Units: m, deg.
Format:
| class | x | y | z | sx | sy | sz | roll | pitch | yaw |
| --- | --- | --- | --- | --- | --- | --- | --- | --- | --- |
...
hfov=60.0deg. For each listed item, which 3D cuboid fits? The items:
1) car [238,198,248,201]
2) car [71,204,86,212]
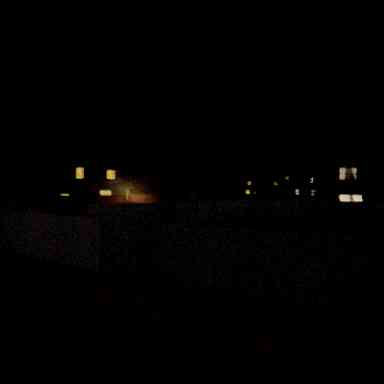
| class | x | y | z | sx | sy | sz | roll | pitch | yaw |
| --- | --- | --- | --- | --- | --- | --- | --- | --- | --- |
| car | 7.455 | 1.558 | 48.601 | 1.812 | 1.442 | 4.674 | 1 | 1 | 17 |
| car | -7.579 | 1.573 | 23.744 | 1.994 | 1.385 | 4.181 | 2 | 1 | 38 |
